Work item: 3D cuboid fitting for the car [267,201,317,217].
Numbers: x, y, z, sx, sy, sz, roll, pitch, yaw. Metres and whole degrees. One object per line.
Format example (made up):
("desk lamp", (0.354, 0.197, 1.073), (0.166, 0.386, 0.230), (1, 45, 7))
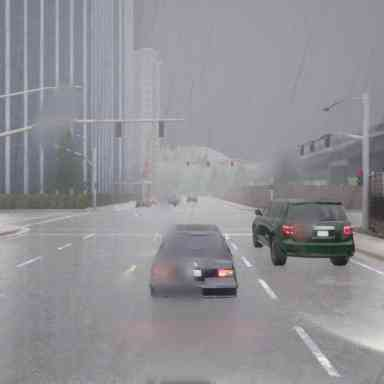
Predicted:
("car", (9.553, 1.610, 32.009), (4.181, 1.385, 1.994), (0, 0, -3))

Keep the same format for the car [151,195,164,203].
("car", (-6.992, 1.491, 68.052), (2.128, 1.511, 4.902), (0, 0, 0))

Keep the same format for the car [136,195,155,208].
("car", (-7.077, 1.504, 48.923), (1.837, 1.490, 4.892), (0, 0, 0))

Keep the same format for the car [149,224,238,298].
("car", (0.057, 1.547, 8.664), (2.033, 1.411, 5.357), (0, 0, 1))

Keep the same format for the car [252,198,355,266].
("car", (3.575, 1.221, 11.697), (2.150, 2.045, 5.566), (0, 0, 1))

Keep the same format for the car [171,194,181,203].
("car", (-3.478, 1.355, 72.579), (2.097, 1.767, 4.553), (0, 0, 0))

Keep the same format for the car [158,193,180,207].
("car", (-3.572, 1.221, 52.851), (2.150, 2.045, 5.566), (0, 0, 0))

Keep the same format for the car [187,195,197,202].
("car", (0.023, 1.355, 74.128), (2.097, 1.767, 4.553), (0, 0, 0))

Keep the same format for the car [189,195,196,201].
("car", (0.027, 1.500, 88.927), (1.837, 1.490, 4.892), (0, 0, 0))

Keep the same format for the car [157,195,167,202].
("car", (-6.976, 1.516, 78.290), (1.812, 1.442, 4.674), (0, 0, 0))

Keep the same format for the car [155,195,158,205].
("car", (-7.061, 1.352, 58.115), (2.097, 1.767, 4.553), (0, 0, 0))
